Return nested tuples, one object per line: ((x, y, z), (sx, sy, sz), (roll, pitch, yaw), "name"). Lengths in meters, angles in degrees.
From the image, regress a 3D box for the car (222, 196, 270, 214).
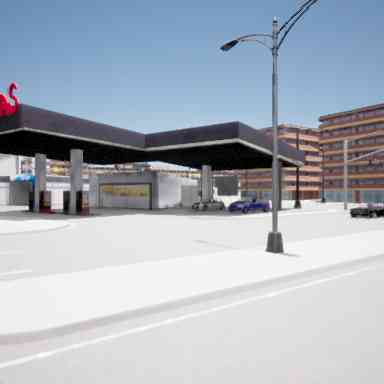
((5.856, 1.292, 34.099), (4.611, 1.667, 2.242), (0, 0, -35), "car")

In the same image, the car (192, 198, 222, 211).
((1.899, 1.452, 38.334), (3.806, 1.475, 1.970), (0, 0, -35), "car")

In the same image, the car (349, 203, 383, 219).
((15.892, 1.653, 29.330), (4.718, 1.301, 1.895), (0, 0, -35), "car")
